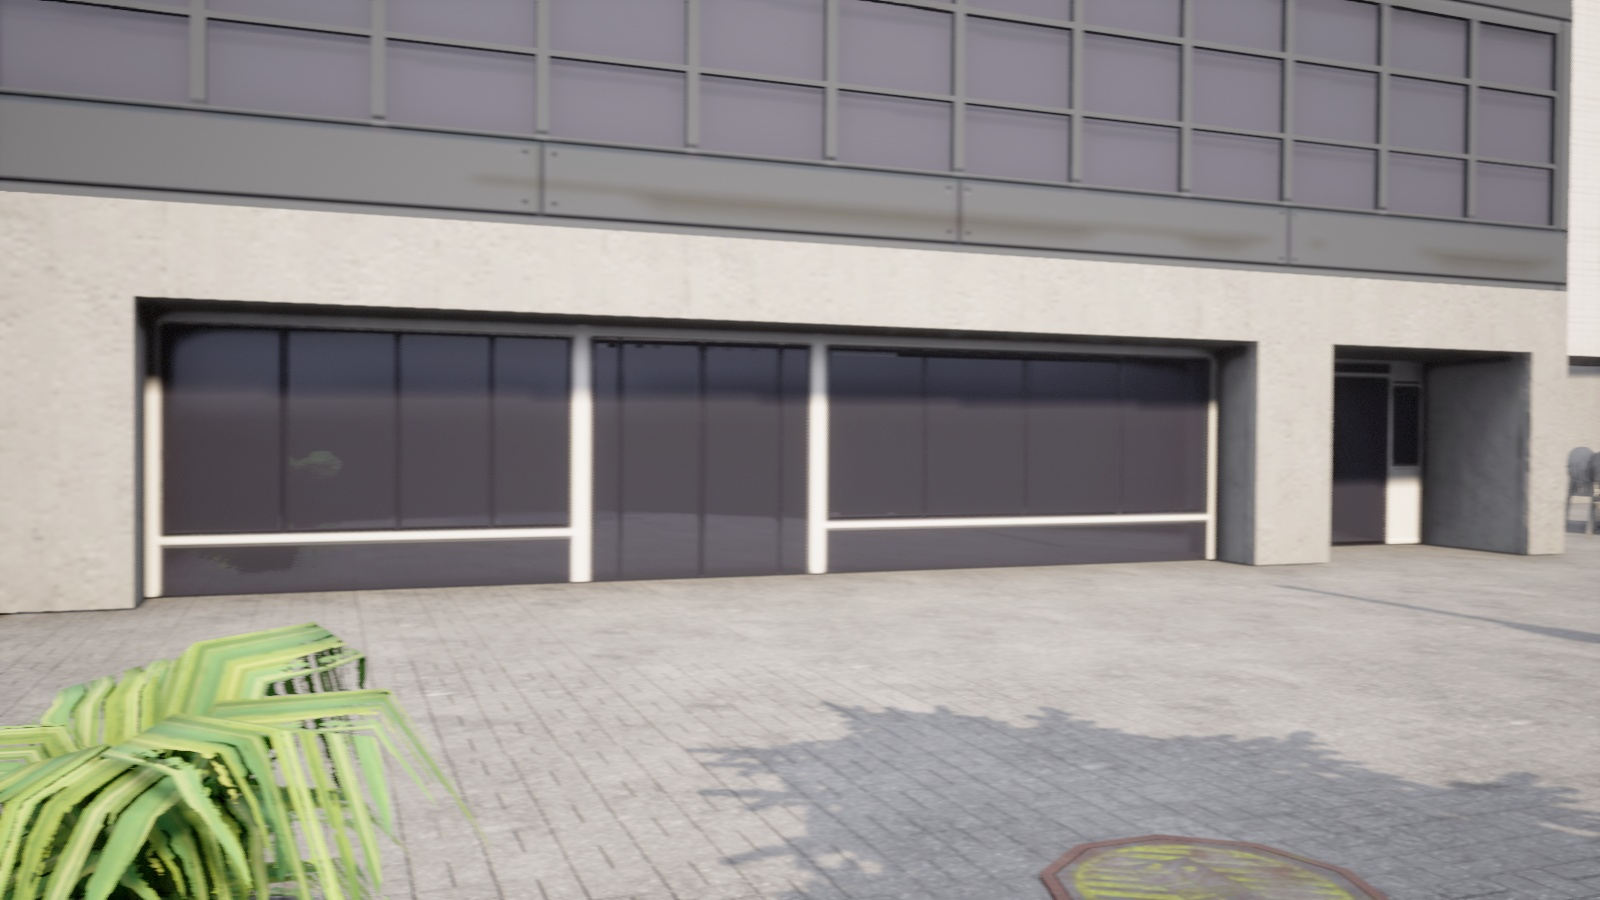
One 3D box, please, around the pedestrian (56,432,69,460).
[{"bbox_3d":[-48.950,-0.277,83.346,0.594,1.836,0.345,-1,1,-13],"label":"pedestrian"}]
